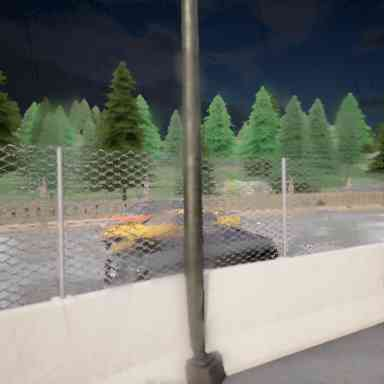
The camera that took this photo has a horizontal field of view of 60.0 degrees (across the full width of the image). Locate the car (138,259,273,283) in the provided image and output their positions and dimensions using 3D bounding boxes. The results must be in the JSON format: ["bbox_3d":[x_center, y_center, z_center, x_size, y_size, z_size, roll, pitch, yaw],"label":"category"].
[{"bbox_3d":[0.069,1.453,7.897,4.181,1.385,1.994,-1,1,-31],"label":"car"}]
